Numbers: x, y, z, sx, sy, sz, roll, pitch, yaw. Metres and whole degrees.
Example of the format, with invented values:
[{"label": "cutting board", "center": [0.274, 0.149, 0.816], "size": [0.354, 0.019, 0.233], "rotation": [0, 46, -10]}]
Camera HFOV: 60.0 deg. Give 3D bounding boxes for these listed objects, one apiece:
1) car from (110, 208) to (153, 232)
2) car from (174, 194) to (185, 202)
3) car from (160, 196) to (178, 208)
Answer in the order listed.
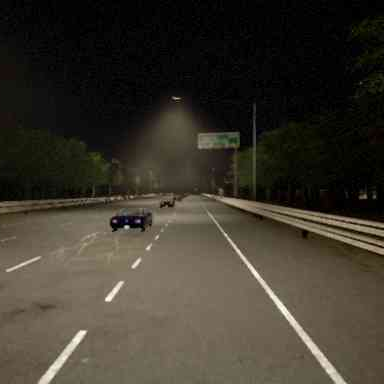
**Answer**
[{"label": "car", "center": [-3.488, 1.601, 20.046], "size": [1.895, 1.301, 4.718], "rotation": [0, 0, 0]}, {"label": "car", "center": [-3.297, 1.310, 76.195], "size": [2.097, 1.767, 4.553], "rotation": [0, 0, 0]}, {"label": "car", "center": [-3.407, 1.581, 47.034], "size": [1.895, 1.301, 4.718], "rotation": [0, 0, 0]}]
